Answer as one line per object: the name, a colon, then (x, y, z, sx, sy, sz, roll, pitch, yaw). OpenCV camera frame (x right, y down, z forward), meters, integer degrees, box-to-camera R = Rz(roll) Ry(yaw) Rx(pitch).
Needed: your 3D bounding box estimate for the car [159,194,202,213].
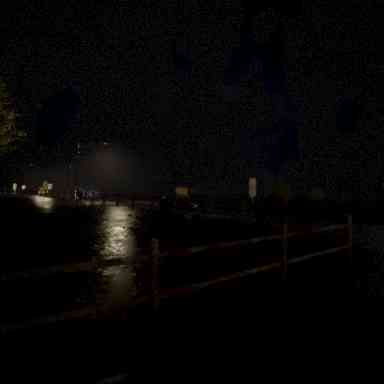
car: (-1.090, 0.915, 29.125, 2.128, 1.511, 4.902, 1, 1, -36)

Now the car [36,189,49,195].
car: (-38.010, -0.024, 85.465, 1.882, 1.535, 5.008, 0, 0, -33)

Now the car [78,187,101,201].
car: (-15.402, 0.219, 49.308, 2.150, 2.045, 5.566, 1, 0, -35)
